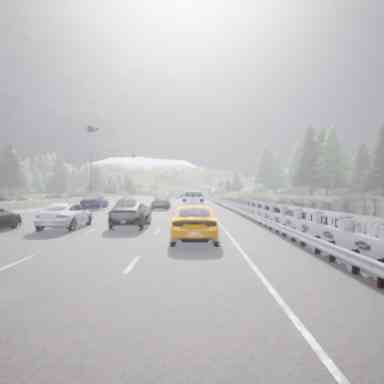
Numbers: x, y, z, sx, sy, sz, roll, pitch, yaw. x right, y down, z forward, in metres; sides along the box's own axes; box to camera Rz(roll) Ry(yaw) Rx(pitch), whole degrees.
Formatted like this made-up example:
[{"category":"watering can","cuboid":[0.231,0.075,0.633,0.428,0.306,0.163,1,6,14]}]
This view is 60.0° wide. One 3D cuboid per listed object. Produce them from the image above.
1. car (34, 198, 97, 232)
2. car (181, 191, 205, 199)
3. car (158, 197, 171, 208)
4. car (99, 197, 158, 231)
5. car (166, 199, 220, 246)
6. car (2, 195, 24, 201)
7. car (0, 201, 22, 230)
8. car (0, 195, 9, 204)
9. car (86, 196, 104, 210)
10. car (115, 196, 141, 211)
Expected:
[{"category":"car","cuboid":[-6.904,1.290,18.168,1.812,1.442,4.674,0,1,0]},{"category":"car","cuboid":[0.094,0.880,32.787,2.150,2.045,5.566,0,0,0]},{"category":"car","cuboid":[-3.406,1.215,37.379,1.994,1.385,4.181,0,0,0]},{"category":"car","cuboid":[-3.403,1.250,18.856,2.128,1.511,4.902,0,1,0]},{"category":"car","cuboid":[0.098,1.289,14.313,1.882,1.535,5.008,0,1,0]},{"category":"car","cuboid":[-28.050,1.263,53.240,1.994,1.385,4.181,0,0,1]},{"category":"car","cuboid":[-10.404,1.347,16.708,1.994,1.385,4.181,0,1,0]},{"category":"car","cuboid":[-31.544,1.204,53.192,1.837,1.490,4.892,0,0,1]},{"category":"car","cuboid":[-10.405,1.129,35.822,1.882,1.535,5.008,0,0,0]},{"category":"car","cuboid":[-6.906,1.215,36.125,1.994,1.385,4.181,0,0,0]}]
